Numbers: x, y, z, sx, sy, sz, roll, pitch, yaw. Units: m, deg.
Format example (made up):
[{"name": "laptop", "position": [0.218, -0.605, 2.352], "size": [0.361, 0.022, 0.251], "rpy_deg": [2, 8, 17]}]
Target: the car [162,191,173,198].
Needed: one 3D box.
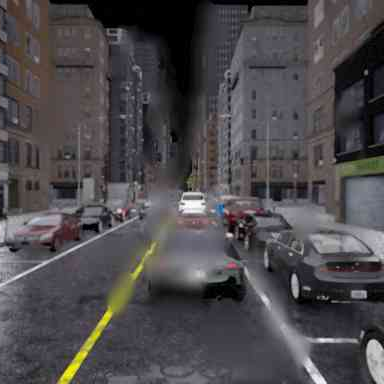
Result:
[{"name": "car", "position": [-6.196, 0.974, 79.464], "size": [1.967, 1.590, 4.097], "rpy_deg": [0, 0, -1]}]

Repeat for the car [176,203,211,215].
[{"name": "car", "position": [0.100, 1.487, 17.774], "size": [1.895, 1.301, 4.718], "rpy_deg": [0, 0, 0]}]

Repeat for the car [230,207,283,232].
[{"name": "car", "position": [2.859, 1.480, 13.399], "size": [1.947, 1.339, 4.313], "rpy_deg": [0, 0, 0]}]

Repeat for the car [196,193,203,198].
[{"name": "car", "position": [2.079, 1.061, 90.946], "size": [1.802, 1.307, 4.206], "rpy_deg": [0, 0, -1]}]

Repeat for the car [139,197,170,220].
[{"name": "car", "position": [-3.013, 1.356, 26.583], "size": [1.812, 1.442, 4.674], "rpy_deg": [0, 0, 0]}]

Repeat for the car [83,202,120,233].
[{"name": "car", "position": [-5.667, 1.445, 18.916], "size": [1.947, 1.339, 4.313], "rpy_deg": [0, 0, 0]}]

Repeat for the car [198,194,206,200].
[{"name": "car", "position": [2.327, 1.115, 79.643], "size": [1.802, 1.307, 4.206], "rpy_deg": [0, 0, -1]}]

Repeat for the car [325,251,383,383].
[{"name": "car", "position": [2.859, 1.535, 2.352], "size": [2.008, 1.369, 4.403], "rpy_deg": [0, 0, 0]}]

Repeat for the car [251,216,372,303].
[{"name": "car", "position": [2.859, 1.500, 7.876], "size": [2.008, 1.369, 4.403], "rpy_deg": [0, 0, 0]}]

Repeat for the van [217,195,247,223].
[{"name": "van", "position": [2.859, 1.186, 24.445], "size": [1.690, 1.788, 3.998], "rpy_deg": [0, 0, 0]}]

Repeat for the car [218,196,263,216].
[{"name": "car", "position": [2.859, 1.194, 18.921], "size": [2.192, 1.841, 5.009], "rpy_deg": [0, 0, 0]}]

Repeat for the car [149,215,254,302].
[{"name": "car", "position": [0.103, 1.511, 8.221], "size": [1.994, 1.385, 4.181], "rpy_deg": [0, 0, 0]}]

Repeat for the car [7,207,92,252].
[{"name": "car", "position": [-5.667, 1.496, 13.392], "size": [1.802, 1.307, 4.206], "rpy_deg": [0, 0, 0]}]

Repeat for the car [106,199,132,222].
[{"name": "car", "position": [-5.667, 1.284, 24.441], "size": [1.967, 1.590, 4.097], "rpy_deg": [0, 0, 0]}]

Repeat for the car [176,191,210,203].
[{"name": "car", "position": [0.021, 1.046, 27.784], "size": [2.150, 2.045, 5.566], "rpy_deg": [0, 1, -1]}]

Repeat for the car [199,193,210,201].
[{"name": "car", "position": [2.575, 1.033, 68.335], "size": [1.967, 1.590, 4.097], "rpy_deg": [0, 0, -1]}]
